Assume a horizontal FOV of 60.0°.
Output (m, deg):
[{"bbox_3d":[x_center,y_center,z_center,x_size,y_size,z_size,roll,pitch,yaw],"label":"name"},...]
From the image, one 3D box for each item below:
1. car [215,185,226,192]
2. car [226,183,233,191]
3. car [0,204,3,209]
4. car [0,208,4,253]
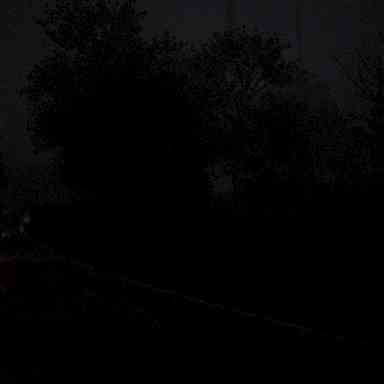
[{"bbox_3d":[5.773,-0.815,90.747,5.366,1.575,1.946,-4,2,-32],"label":"car"},{"bbox_3d":[10.697,-1.418,93.779,5.566,2.045,2.435,-4,2,-32],"label":"car"},{"bbox_3d":[-15.543,1.359,25.448,1.895,1.301,4.718,0,0,-27],"label":"car"},{"bbox_3d":[-8.359,1.432,12.504,1.837,1.490,4.892,0,1,-35],"label":"car"}]
